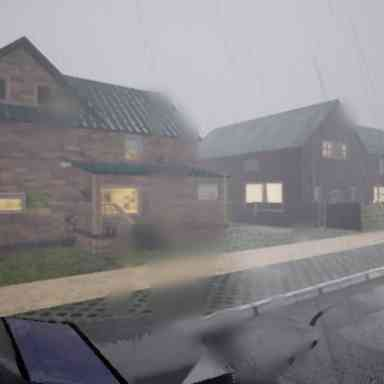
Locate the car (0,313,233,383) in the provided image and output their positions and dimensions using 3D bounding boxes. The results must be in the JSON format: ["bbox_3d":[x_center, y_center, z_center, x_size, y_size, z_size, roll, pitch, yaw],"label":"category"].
[{"bbox_3d":[-2.131,1.553,1.549,5.357,1.411,2.033,0,0,-35],"label":"car"}]
